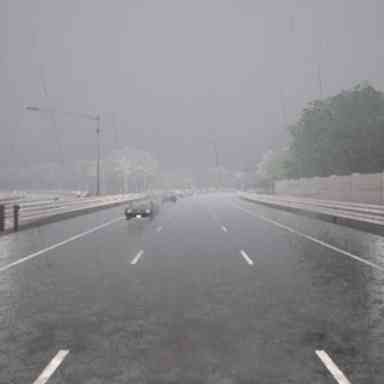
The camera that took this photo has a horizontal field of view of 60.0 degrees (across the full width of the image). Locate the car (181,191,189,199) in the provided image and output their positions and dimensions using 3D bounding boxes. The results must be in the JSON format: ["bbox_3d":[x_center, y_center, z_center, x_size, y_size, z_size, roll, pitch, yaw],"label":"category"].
[{"bbox_3d":[-2.279,0.690,69.097,1.895,1.301,4.718,0,1,5],"label":"car"}]

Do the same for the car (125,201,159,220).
[{"bbox_3d":[-3.496,1.274,24.102,1.895,1.301,4.718,0,1,0],"label":"car"}]

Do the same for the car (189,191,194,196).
[{"bbox_3d":[-0.487,0.383,86.833,2.128,1.511,4.902,0,1,7],"label":"car"}]

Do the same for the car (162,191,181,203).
[{"bbox_3d":[-3.252,0.683,50.374,2.097,1.767,4.553,0,1,2],"label":"car"}]
